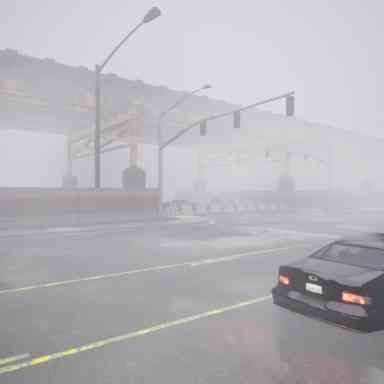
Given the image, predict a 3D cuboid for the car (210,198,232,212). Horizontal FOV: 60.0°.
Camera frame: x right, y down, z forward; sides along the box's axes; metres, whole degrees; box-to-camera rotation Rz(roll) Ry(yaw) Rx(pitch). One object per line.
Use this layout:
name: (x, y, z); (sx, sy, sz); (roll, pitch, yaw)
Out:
car: (2.869, 1.453, 38.696); (2.038, 1.542, 4.974); (0, 0, 17)

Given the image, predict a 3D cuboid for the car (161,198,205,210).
car: (-0.900, 1.295, 35.980); (4.536, 1.218, 1.853); (0, 0, 7)

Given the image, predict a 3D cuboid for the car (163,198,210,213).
car: (-0.848, 1.453, 35.974); (4.974, 1.542, 2.038); (0, 0, 7)

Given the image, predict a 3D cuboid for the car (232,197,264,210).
car: (6.690, 1.295, 42.488); (4.536, 1.218, 1.853); (0, 0, -8)

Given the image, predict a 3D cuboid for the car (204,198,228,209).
car: (2.885, 1.295, 38.746); (1.853, 1.218, 4.536); (0, 0, 17)

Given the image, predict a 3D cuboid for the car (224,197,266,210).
car: (6.742, 1.453, 42.495); (4.974, 1.542, 2.038); (0, 0, -8)

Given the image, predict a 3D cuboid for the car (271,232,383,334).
car: (3.937, 1.547, 6.660); (5.357, 1.411, 2.033); (0, 0, -36)
